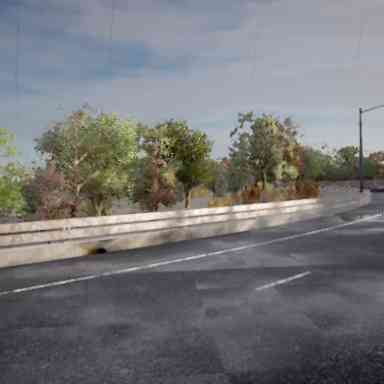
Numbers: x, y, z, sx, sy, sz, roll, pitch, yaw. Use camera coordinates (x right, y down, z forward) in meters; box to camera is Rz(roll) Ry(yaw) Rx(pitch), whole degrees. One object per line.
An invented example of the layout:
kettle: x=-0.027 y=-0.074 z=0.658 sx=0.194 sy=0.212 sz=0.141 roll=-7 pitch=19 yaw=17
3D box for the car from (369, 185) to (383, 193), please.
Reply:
car: x=37.507 y=-0.643 z=67.144 sx=2.097 sy=1.767 sz=4.553 roll=-1 pitch=1 yaw=12
